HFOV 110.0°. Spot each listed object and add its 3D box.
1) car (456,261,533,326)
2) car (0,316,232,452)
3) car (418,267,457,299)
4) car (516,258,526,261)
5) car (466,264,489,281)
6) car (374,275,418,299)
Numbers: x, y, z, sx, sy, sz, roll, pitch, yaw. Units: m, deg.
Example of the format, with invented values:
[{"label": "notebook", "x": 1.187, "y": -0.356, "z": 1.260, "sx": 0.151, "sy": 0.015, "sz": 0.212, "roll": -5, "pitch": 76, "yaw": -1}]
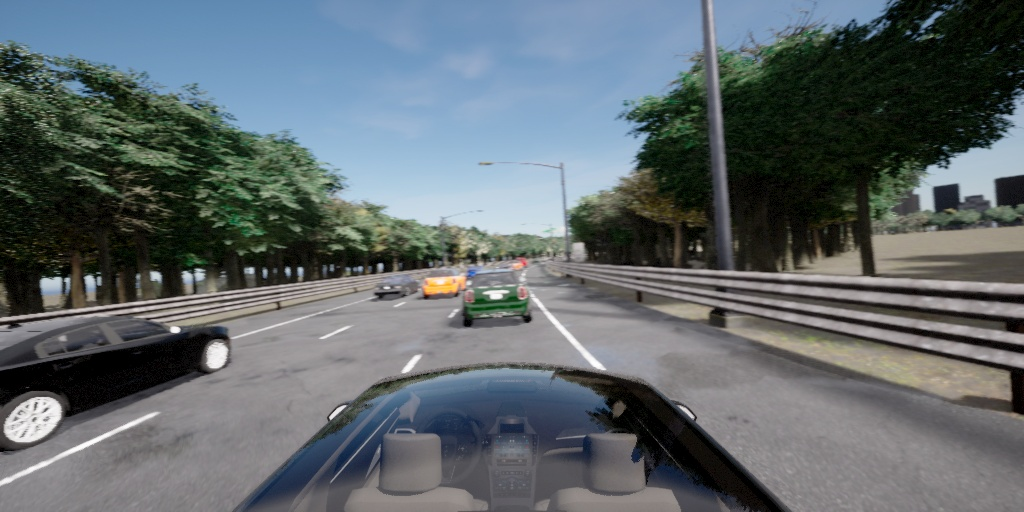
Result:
[{"label": "car", "x": -0.539, "y": 1.239, "z": 12.737, "sx": 2.097, "sy": 1.767, "sz": 4.553, "roll": -4, "pitch": -1, "yaw": -2}, {"label": "car", "x": -7.118, "y": 1.748, "z": 5.955, "sx": 1.882, "sy": 1.535, "sz": 5.008, "roll": -4, "pitch": -1, "yaw": -3}, {"label": "car", "x": -4.120, "y": 1.568, "z": 22.581, "sx": 2.097, "sy": 1.767, "sz": 4.553, "roll": -4, "pitch": -1, "yaw": -1}, {"label": "car", "x": 0.659, "y": 1.571, "z": 60.171, "sx": 2.097, "sy": 1.767, "sz": 4.553, "roll": -4, "pitch": 0, "yaw": 5}, {"label": "car", "x": -3.881, "y": 1.836, "z": 40.659, "sx": 1.882, "sy": 1.535, "sz": 5.008, "roll": -4, "pitch": 0, "yaw": 2}, {"label": "car", "x": -7.634, "y": 2.018, "z": 24.366, "sx": 2.033, "sy": 1.411, "sz": 5.357, "roll": -4, "pitch": 0, "yaw": 0}]
